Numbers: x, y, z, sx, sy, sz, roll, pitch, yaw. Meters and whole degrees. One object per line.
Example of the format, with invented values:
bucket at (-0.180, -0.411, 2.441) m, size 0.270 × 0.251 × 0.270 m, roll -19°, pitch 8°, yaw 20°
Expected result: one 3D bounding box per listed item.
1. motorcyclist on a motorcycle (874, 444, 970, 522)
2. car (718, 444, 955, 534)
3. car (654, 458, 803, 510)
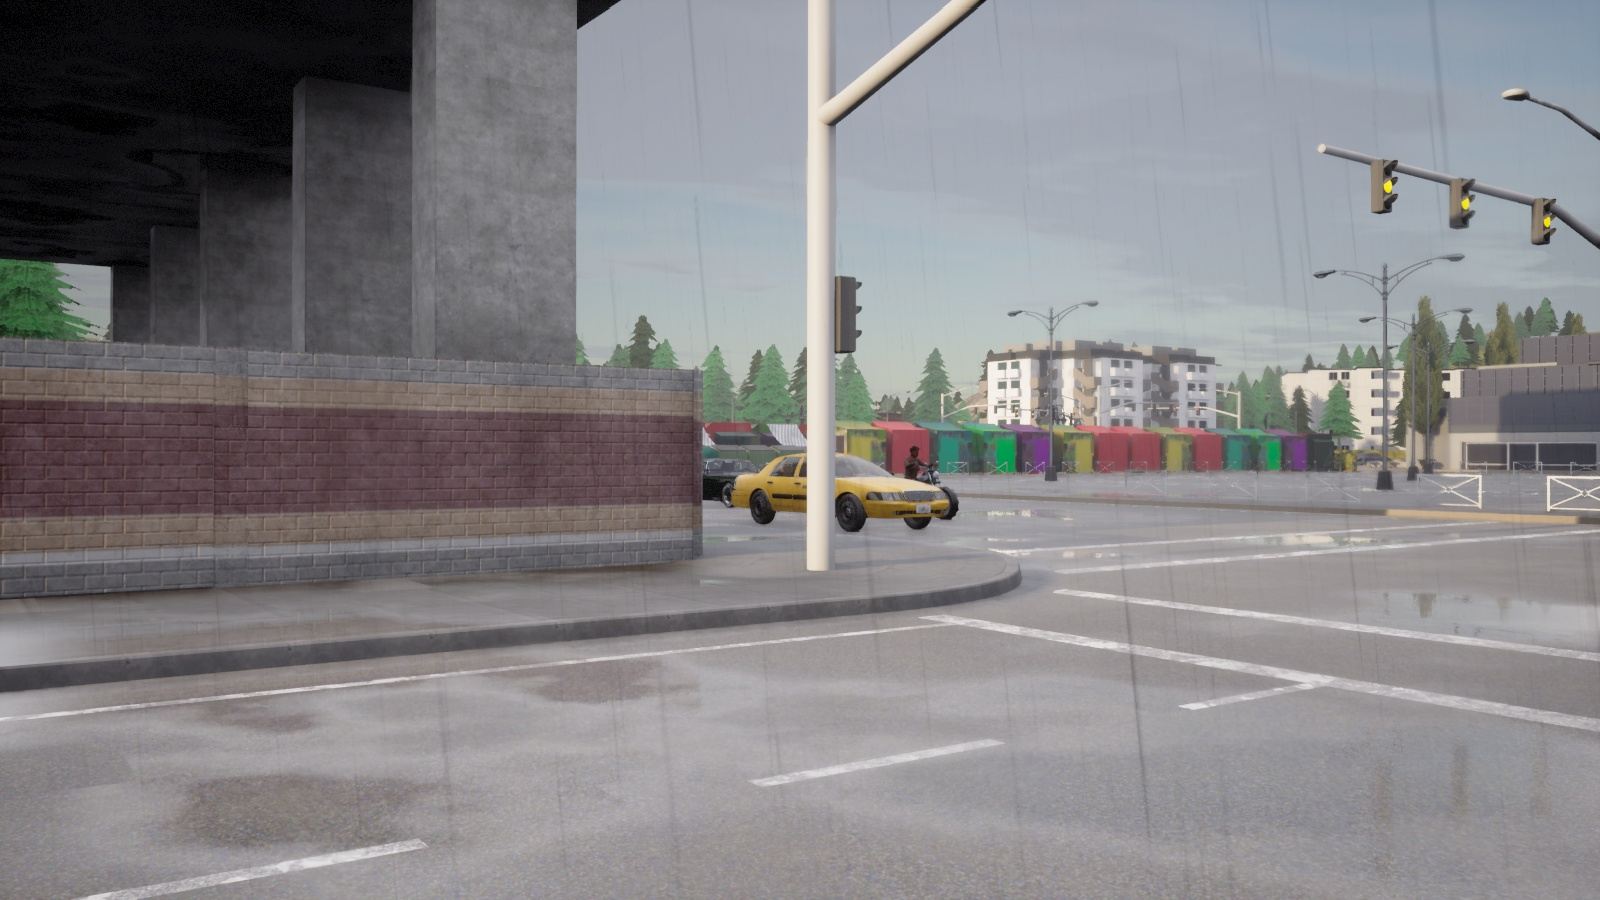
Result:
motorcyclist on a motorcycle at (2.673, 0.702, 27.821) m, size 0.766 × 1.649 × 2.350 m, roll 0°, pitch 0°, yaw -35°
car at (0.561, 0.688, 24.736) m, size 1.801 × 1.575 × 5.366 m, roll 0°, pitch 0°, yaw -35°
car at (-2.041, 0.879, 34.541) m, size 1.895 × 1.301 × 4.718 m, roll 0°, pitch 0°, yaw -35°
